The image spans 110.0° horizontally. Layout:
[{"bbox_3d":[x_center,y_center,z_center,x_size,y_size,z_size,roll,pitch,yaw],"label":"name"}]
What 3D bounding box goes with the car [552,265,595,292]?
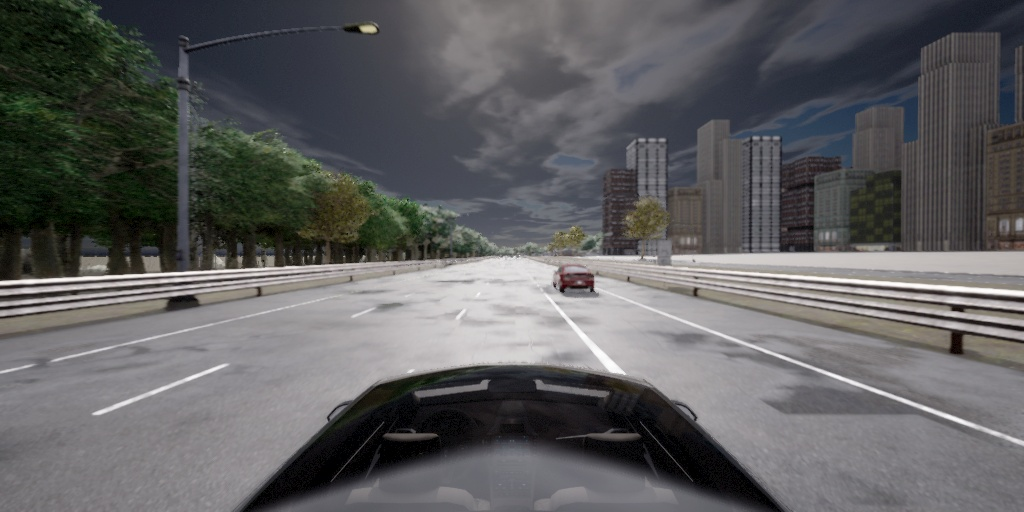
[{"bbox_3d":[3.520,1.237,21.163,1.882,1.535,5.008,0,0,0],"label":"car"}]
